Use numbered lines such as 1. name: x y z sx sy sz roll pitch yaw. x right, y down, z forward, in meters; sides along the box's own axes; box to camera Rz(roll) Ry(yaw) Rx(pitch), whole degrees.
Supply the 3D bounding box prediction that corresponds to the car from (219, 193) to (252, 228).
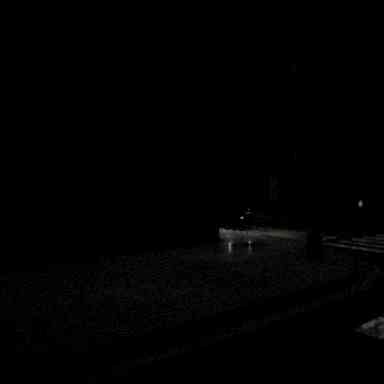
1. car: 1.242 1.075 21.093 2.150 2.045 5.566 0 1 -36
